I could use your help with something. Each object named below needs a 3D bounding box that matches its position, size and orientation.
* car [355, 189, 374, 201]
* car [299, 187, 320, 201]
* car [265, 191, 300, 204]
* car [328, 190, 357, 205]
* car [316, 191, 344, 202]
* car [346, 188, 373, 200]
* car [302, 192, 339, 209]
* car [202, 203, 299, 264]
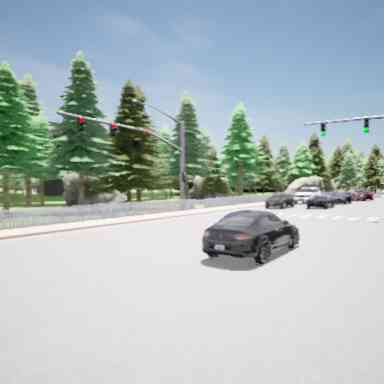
[{"bbox_3d":[24.984,0.423,48.982,4.553,1.767,2.097,-1,1,-43],"label":"car"},{"bbox_3d":[14.572,0.446,41.696,2.150,2.045,5.566,0,1,35],"label":"car"},{"bbox_3d":[8.984,0.880,33.706,1.837,1.490,4.892,0,1,35],"label":"car"},{"bbox_3d":[18.474,0.770,41.104,2.033,1.411,5.357,1,1,36],"label":"car"},{"bbox_3d":[20.653,0.622,49.575,2.033,1.411,5.357,1,1,43],"label":"car"},{"bbox_3d":[28.293,0.293,56.122,4.553,1.767,2.097,-1,1,-36],"label":"car"},{"bbox_3d":[12.912,0.972,33.231,1.895,1.301,4.718,0,1,35],"label":"car"},{"bbox_3d":[2.075,1.327,11.058,1.812,1.442,4.674,1,1,35],"label":"car"}]
